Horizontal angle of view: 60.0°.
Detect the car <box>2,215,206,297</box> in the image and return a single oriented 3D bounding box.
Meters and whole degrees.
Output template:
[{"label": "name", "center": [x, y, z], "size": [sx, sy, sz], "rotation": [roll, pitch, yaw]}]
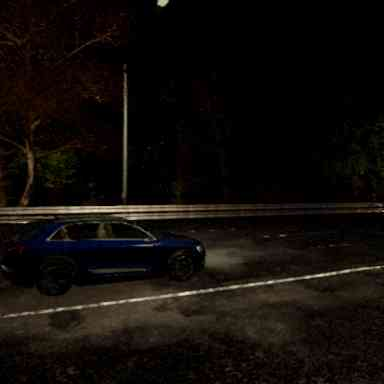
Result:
[{"label": "car", "center": [-1.999, 1.410, 8.401], "size": [4.856, 1.649, 2.033], "rotation": [1, 0, -25]}]
